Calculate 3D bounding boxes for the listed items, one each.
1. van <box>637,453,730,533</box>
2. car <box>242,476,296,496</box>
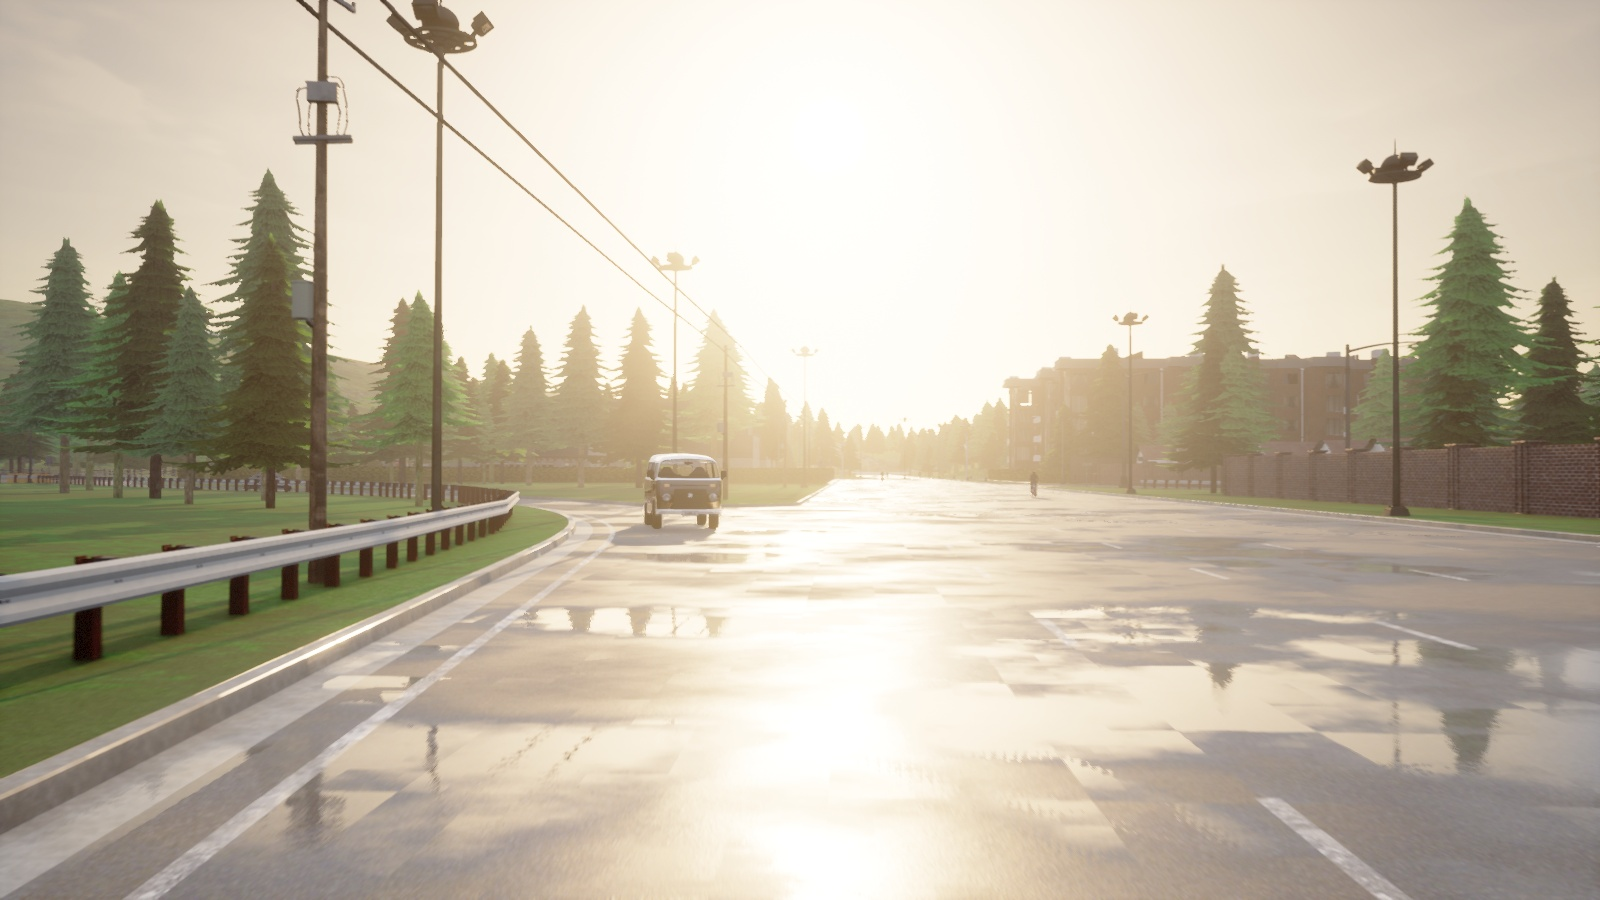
[{"bbox_3d":[-3.267,1.128,34.431,2.069,2.038,4.480,0,-1,-12],"label":"van"},{"bbox_3d":[-37.292,2.513,88.160,4.181,1.385,1.994,-1,-1,43],"label":"car"}]
